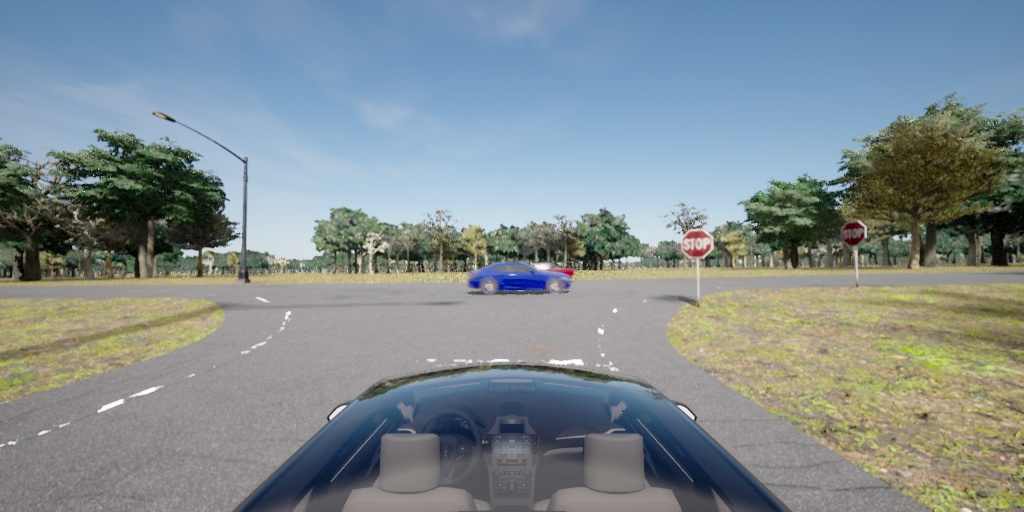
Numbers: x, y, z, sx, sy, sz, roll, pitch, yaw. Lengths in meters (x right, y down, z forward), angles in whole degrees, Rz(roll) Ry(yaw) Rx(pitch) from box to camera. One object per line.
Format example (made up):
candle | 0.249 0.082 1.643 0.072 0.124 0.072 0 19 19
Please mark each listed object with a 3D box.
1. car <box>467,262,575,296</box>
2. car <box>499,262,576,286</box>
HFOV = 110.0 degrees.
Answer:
car | 0.300 0.996 16.248 4.674 1.442 1.812 0 -1 -1
car | 1.568 1.132 23.265 4.718 1.301 1.895 -2 -1 -1
